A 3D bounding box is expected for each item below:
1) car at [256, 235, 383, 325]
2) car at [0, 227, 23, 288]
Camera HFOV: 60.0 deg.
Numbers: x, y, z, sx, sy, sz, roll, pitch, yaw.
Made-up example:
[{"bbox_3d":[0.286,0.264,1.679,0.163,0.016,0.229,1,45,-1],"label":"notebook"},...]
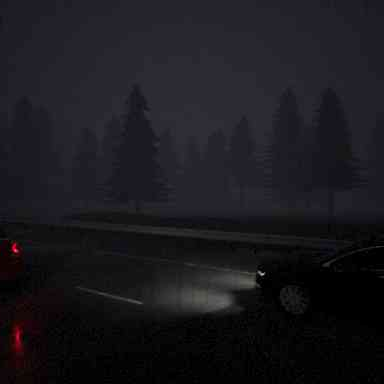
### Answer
[{"bbox_3d":[3.500,1.495,5.689,4.892,1.490,1.837,0,0,35],"label":"car"},{"bbox_3d":[-6.113,1.339,7.915,4.553,1.767,2.097,0,0,33],"label":"car"}]
